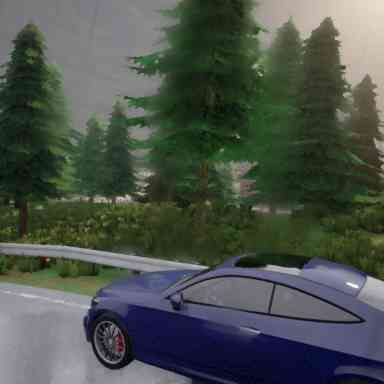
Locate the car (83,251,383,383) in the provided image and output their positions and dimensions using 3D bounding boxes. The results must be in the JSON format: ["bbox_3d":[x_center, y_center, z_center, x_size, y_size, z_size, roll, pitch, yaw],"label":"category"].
[{"bbox_3d":[0.761,1.499,4.094,4.674,1.442,1.812,1,1,31],"label":"car"}]
